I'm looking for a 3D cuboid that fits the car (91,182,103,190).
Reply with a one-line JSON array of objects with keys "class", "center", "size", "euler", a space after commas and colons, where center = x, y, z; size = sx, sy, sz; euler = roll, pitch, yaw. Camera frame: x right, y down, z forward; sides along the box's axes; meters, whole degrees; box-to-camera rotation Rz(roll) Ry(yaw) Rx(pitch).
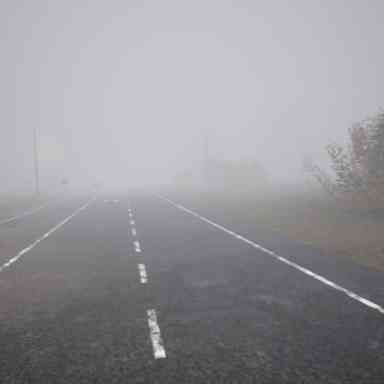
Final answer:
[{"class": "car", "center": [-18.418, -1.187, 64.818], "size": [1.837, 1.490, 4.892], "euler": [-3, 3, -11]}]
